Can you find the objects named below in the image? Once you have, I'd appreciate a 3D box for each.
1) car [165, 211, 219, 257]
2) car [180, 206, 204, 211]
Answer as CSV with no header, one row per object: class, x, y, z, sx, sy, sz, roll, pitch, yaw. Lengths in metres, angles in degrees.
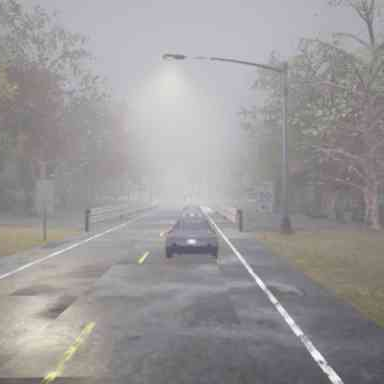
car,0.020,1.699,13.524,1.994,1.385,4.181,0,0,1
car,0.008,1.820,27.519,2.033,1.411,5.357,0,-1,0
